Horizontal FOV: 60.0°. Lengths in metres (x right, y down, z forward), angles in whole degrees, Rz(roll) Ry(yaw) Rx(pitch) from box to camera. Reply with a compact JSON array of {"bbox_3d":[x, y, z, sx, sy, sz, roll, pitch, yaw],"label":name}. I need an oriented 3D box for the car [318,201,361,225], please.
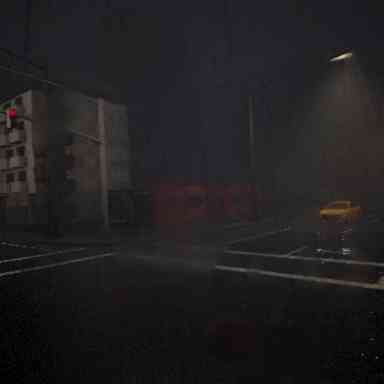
[{"bbox_3d":[10.492,1.410,23.487,1.882,1.535,5.008,-3,-1,39],"label":"car"}]
